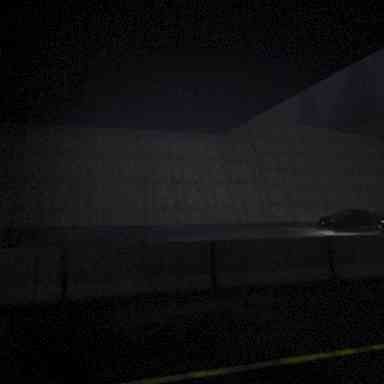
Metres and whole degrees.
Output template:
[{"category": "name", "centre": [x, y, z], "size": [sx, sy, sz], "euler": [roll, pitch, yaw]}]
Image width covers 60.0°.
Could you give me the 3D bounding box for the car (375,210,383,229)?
[{"category": "car", "centre": [14.516, 1.978, 21.251], "size": [4.718, 1.301, 1.895], "euler": [0, -1, -16]}]

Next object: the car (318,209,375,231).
[{"category": "car", "centre": [11.426, 1.938, 23.988], "size": [4.674, 1.442, 1.812], "euler": [0, -1, -16]}]
